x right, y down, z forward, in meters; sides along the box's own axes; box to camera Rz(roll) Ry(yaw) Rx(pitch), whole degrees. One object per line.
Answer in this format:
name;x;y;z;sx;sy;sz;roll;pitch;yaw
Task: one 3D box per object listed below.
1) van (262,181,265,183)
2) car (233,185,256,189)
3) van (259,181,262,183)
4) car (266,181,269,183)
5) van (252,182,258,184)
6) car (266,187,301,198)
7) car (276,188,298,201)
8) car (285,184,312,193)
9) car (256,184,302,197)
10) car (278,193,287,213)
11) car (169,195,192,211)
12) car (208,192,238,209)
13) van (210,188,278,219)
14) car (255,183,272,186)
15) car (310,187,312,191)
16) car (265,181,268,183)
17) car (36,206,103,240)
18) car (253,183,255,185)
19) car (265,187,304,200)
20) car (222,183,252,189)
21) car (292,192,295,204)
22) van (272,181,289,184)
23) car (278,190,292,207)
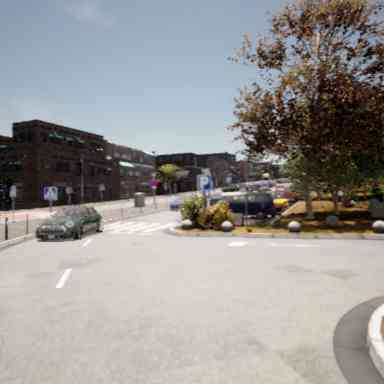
van;15.793;-1.489;86.021;4.442;1.987;1.878;-2;2;23
car;9.294;-0.027;58.971;2.033;1.411;5.357;-2;2;23
van;14.481;-1.346;83.539;4.442;1.987;1.878;-2;2;23
car;17.892;-1.501;91.233;4.674;1.452;2.002;-2;2;23
van;12.499;-1.088;78.292;4.442;1.987;1.878;-2;2;23
car;9.517;0.571;38.216;5.008;1.535;2.097;-2;2;23
car;8.420;0.704;35.671;4.892;1.521;2.231;-2;2;23
car;20.410;-0.708;63.713;4.792;1.488;2.163;-2;2;23
car;10.622;0.313;40.753;4.553;1.767;2.185;-2;2;23
car;5.193;1.129;28.007;4.792;1.488;2.163;-2;2;23
car;-0.728;1.105;35.689;1.882;1.535;5.008;-2;2;23
car;3.461;0.912;36.742;1.837;1.490;4.892;-2;2;23
van;3.960;1.010;25.507;4.442;1.987;1.878;-2;2;23
car;12.847;-0.233;58.753;2.128;1.511;4.902;-2;2;23
car;19.125;-0.604;61.247;5.366;1.575;1.946;-2;2;23
car;16.822;-1.369;88.640;4.792;1.488;2.163;-2;2;23
car;-6.703;1.614;18.610;2.097;1.767;4.553;-1;0;6
car;11.308;-0.688;75.769;4.674;1.452;2.002;-2;2;23
car;12.768;0.177;45.872;5.008;1.535;2.097;-2;2;23
car;9.070;-0.714;70.620;5.566;2.045;2.435;-2;2;23
car;7.366;0.864;33.108;4.792;1.488;2.163;-2;2;23
van;15.044;-0.313;50.919;4.442;1.987;1.878;-2;2;23
car;6.081;0.970;30.642;5.366;1.575;1.946;-2;2;23
